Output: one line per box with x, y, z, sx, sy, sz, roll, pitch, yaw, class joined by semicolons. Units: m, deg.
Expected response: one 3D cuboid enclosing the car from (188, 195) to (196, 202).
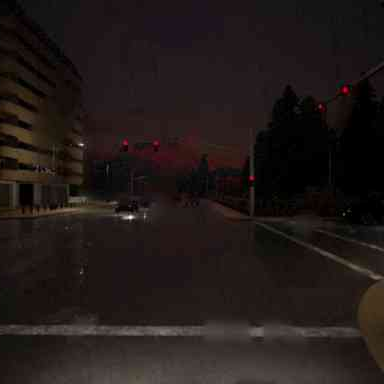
-0.038;1.486;76.210;1.812;1.442;4.674;0;0;0;car

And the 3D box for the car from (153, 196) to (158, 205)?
-7.094;1.473;59.312;1.837;1.490;4.892;0;1;0;car

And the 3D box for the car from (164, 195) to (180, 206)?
-3.426;1.520;53.643;2.033;1.411;5.357;0;0;0;car

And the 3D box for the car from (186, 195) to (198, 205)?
0.072;1.322;58.849;2.097;1.767;4.553;0;0;0;car

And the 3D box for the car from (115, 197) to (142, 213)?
-7.106;1.459;36.729;1.882;1.535;5.008;0;0;0;car

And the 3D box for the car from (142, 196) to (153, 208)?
-7.107;1.502;47.035;1.812;1.442;4.674;0;0;0;car

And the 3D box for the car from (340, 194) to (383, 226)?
13.029;1.155;22.326;5.566;2.045;2.150;0;0;2;car
